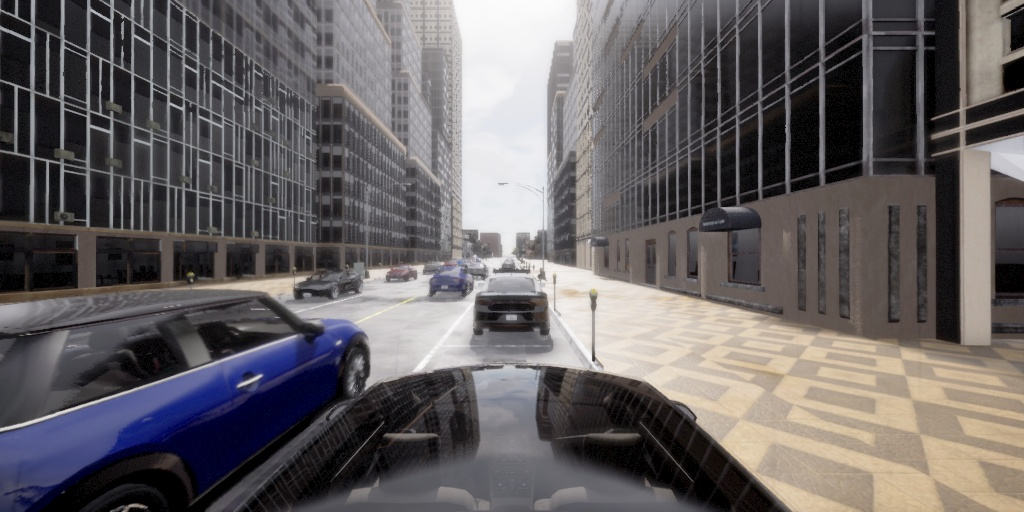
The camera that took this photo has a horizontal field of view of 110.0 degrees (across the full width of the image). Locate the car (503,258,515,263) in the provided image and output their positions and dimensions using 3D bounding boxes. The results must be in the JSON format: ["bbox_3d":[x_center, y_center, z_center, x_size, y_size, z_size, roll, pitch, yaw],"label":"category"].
[{"bbox_3d":[-0.455,1.298,46.099,1.948,1.339,4.313,0,0,0],"label":"car"}]

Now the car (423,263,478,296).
[{"bbox_3d":[-3.118,1.272,19.017,1.812,1.442,4.674,0,0,1],"label":"car"}]

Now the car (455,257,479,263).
[{"bbox_3d":[-6.157,1.277,49.674,2.033,1.411,5.357,0,0,0],"label":"car"}]

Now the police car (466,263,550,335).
[{"bbox_3d":[-0.012,1.174,10.609,1.930,1.638,5.238,0,0,0],"label":"police car"}]

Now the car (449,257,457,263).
[{"bbox_3d":[-8.836,1.273,51.803,1.888,1.381,4.507,0,0,0],"label":"car"}]

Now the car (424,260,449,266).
[{"bbox_3d":[-8.836,1.286,40.419,2.007,1.370,4.403,0,0,0],"label":"car"}]

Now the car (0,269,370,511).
[{"bbox_3d":[-3.146,1.101,3.483,2.097,1.767,4.553,0,0,0],"label":"car"}]

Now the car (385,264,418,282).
[{"bbox_3d":[-8.835,1.325,29.033,1.802,1.307,4.207,0,0,0],"label":"car"}]

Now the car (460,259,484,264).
[{"bbox_3d":[-3.135,1.288,32.655,2.033,1.411,5.357,0,0,0],"label":"car"}]
